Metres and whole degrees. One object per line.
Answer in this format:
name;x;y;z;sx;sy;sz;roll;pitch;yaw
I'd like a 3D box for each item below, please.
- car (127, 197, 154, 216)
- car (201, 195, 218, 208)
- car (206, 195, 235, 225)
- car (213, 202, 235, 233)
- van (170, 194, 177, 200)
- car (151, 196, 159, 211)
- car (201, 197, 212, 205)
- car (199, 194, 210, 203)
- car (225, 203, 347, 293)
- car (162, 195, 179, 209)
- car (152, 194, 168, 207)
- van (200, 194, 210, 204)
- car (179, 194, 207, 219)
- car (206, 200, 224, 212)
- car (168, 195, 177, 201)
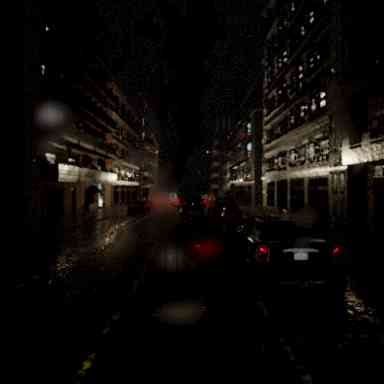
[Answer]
car;-5.302;1.553;33.174;1.887;1.381;4.507;-1;0;0
car;2.587;1.330;50.057;2.192;1.841;5.009;-1;0;0
car;2.571;1.321;27.400;2.192;1.841;5.009;-1;0;0
car;2.571;1.586;21.736;1.802;1.307;4.206;-1;0;0
van;-5.260;1.374;95.338;1.690;1.788;3.998;-1;0;0
car;-5.298;1.555;38.825;1.887;1.381;4.507;-1;0;0
car;2.599;1.601;61.386;1.802;1.307;4.206;-1;0;0
car;2.603;1.339;72.715;2.192;1.841;5.009;-1;0;0
car;2.267;1.354;9.036;2.097;1.767;4.553;0;0;0
car;-2.719;1.498;46.573;1.882;1.535;5.008;0;0;0
car;-5.293;1.330;50.127;2.192;1.841;5.009;-1;0;0
van;2.600;1.363;67.051;1.690;1.788;3.998;-1;0;0
car;0.087;1.231;33.970;2.150;2.045;5.566;0;0;0
car;2.583;1.592;38.729;1.802;1.307;4.206;-1;0;0
car;-5.262;1.582;89.687;2.008;1.369;4.403;-1;0;0
